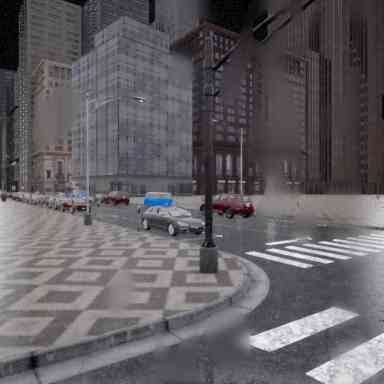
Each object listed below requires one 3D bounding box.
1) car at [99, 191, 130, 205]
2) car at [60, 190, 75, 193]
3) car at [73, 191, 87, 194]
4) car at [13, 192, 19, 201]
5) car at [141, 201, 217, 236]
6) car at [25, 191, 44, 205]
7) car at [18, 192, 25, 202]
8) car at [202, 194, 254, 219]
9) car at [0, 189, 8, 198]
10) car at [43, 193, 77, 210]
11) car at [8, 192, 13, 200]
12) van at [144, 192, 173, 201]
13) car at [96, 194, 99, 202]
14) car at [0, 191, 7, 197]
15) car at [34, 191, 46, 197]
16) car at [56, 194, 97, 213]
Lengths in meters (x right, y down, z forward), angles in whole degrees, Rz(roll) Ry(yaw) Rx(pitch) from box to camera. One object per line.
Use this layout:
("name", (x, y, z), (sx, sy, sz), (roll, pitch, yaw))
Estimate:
("car", (-9.978, 0.766, 44.119), (2.192, 1.841, 5.009), (1, 0, -36))
("car", (-21.923, 0.778, 56.405), (1.812, 1.442, 4.674), (0, 1, -35))
("car", (-16.199, 0.967, 48.388), (1.895, 1.301, 4.718), (0, 1, -36))
("car", (-26.440, 0.702, 52.502), (1.967, 1.590, 4.097), (1, 0, -36))
("car", (-1.065, 1.367, 16.959), (2.008, 1.369, 4.403), (1, 0, -36))
("car", (-20.097, 0.939, 43.616), (2.008, 1.369, 4.403), (1, 0, -36))
("car", (-23.269, 0.874, 48.059), (2.008, 1.369, 4.403), (1, 0, -36))
("car", (2.712, 1.050, 26.345), (2.192, 1.841, 5.009), (1, 0, -36))
("car", (-39.130, 0.611, 70.273), (1.947, 1.339, 4.313), (1, 0, -36))
("car", (-13.752, 1.074, 34.729), (2.008, 1.369, 4.403), (1, 0, -36))
("car", (-29.613, 0.747, 56.945), (1.887, 1.381, 4.507), (1, 0, -36))
("van", (-3.633, 0.930, 35.232), (1.690, 1.788, 3.998), (1, 0, -36))
("car", (-13.154, 0.934, 48.564), (2.008, 1.369, 4.403), (1, 0, -36))
("car", (-45.374, 0.482, 79.020), (1.752, 1.417, 4.829), (1, 0, -36))
("car", (-38.534, 0.495, 84.109), (1.887, 1.381, 4.507), (0, 0, -36))
("car", (-10.580, 1.139, 30.287), (1.887, 1.381, 4.507), (1, 0, -36))
